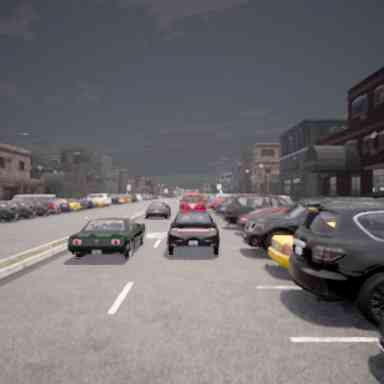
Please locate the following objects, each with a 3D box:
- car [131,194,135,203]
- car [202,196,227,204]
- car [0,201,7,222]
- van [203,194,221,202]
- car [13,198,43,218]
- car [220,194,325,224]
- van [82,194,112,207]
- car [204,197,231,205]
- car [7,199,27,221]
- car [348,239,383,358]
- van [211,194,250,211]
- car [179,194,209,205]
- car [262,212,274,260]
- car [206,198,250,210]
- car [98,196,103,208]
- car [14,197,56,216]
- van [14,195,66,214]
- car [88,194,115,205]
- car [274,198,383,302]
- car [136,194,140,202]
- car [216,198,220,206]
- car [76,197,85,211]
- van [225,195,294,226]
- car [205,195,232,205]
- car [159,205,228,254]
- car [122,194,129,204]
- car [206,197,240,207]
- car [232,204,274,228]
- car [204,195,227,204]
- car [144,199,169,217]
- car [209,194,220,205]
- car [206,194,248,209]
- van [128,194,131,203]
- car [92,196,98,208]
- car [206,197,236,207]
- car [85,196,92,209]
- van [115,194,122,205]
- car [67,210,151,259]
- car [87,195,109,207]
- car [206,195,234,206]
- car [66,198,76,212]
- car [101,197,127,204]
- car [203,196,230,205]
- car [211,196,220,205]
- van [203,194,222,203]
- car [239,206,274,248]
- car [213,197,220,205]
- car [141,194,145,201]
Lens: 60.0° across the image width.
[{"bbox_3d":[-15.517,1.724,71.623,5.008,1.535,2.097,0,0,0],"label":"car"},{"bbox_3d":[4.704,1.685,70.350,5.008,1.535,2.097,0,0,0],"label":"car"},{"bbox_3d":[-15.466,1.479,21.995,4.892,1.521,2.231,0,0,0],"label":"car"},{"bbox_3d":[4.826,1.541,81.469,4.442,1.987,1.878,0,0,0],"label":"van"},{"bbox_3d":[-15.470,1.489,27.509,4.892,1.521,2.231,0,0,0],"label":"car"},{"bbox_3d":[4.737,1.218,20.329,5.566,2.045,2.435,0,0,0],"label":"car"},{"bbox_3d":[-15.615,1.379,55.081,4.442,1.987,1.878,0,0,0],"label":"van"},{"bbox_3d":[4.715,1.626,62.014,4.892,1.521,2.231,0,0,0],"label":"car"},{"bbox_3d":[-15.468,1.483,24.752,4.892,1.521,2.231,0,0,0],"label":"car"},{"bbox_3d":[4.715,1.477,3.655,4.892,1.521,2.231,0,0,0],"label":"car"},{"bbox_3d":[4.592,1.284,39.783,4.442,1.987,1.878,0,0,0],"label":"van"},{"bbox_3d":[0.064,1.223,28.131,2.150,2.045,5.566,0,0,0],"label":"car"},{"bbox_3d":[4.894,1.467,9.213,5.366,1.575,1.946,0,0,0],"label":"car"},{"bbox_3d":[4.524,1.517,42.561,5.366,1.575,1.946,0,0,0],"label":"car"},{"bbox_3d":[-15.494,1.598,46.808,4.674,1.452,2.002,0,0,0],"label":"car"},{"bbox_3d":[-15.473,1.496,30.265,4.892,1.521,2.231,0,0,0],"label":"car"},{"bbox_3d":[-15.363,1.277,33.147,4.442,1.987,1.878,0,0,0],"label":"van"},{"bbox_3d":[-15.525,1.337,52.323,5.566,2.045,2.435,0,0,0],"label":"car"},{"bbox_3d":[4.738,1.222,6.433,5.566,2.045,2.435,0,0,0],"label":"car"},{"bbox_3d":[-15.544,1.517,77.140,5.566,2.045,2.435,0,0,0],"label":"car"},{"bbox_3d":[4.707,1.520,28.791,4.674,1.452,2.002,0,0,0],"label":"car"},{"bbox_3d":[-15.671,1.519,38.537,5.366,1.575,1.946,0,0,0],"label":"car"},{"bbox_3d":[4.592,1.245,23.110,4.442,1.987,1.878,0,0,0],"label":"van"},{"bbox_3d":[4.678,1.481,59.237,4.553,1.767,2.185,0,0,0],"label":"car"},{"bbox_3d":[0.063,1.478,13.389,2.128,1.511,4.902,0,0,0],"label":"car"},{"bbox_3d":[-15.320,1.658,63.351,5.366,1.575,1.946,0,0,0],"label":"car"},{"bbox_3d":[4.703,1.559,50.897,4.892,1.521,2.231,0,0,0],"label":"car"},{"bbox_3d":[4.706,1.508,17.550,4.674,1.452,2.002,0,0,0],"label":"car"},{"bbox_3d":[4.740,1.539,67.573,4.553,1.767,2.185,0,0,0],"label":"car"},{"bbox_3d":[-2.928,1.565,29.641,1.994,1.385,4.181,0,0,0],"label":"car"},{"bbox_3d":[4.681,1.249,37.005,5.566,2.045,2.435,0,0,0],"label":"car"},{"bbox_3d":[4.681,1.280,45.340,5.566,2.045,2.435,0,0,0],"label":"car"},{"bbox_3d":[-15.626,1.477,68.866,4.442,1.987,1.878,0,0,0],"label":"van"},{"bbox_3d":[-15.519,1.574,44.051,4.792,1.488,2.163,0,0,0],"label":"car"},{"bbox_3d":[4.706,1.613,53.676,4.674,1.452,2.002,0,0,0],"label":"car"},{"bbox_3d":[-15.481,1.534,41.293,4.892,1.521,2.231,0,0,0],"label":"car"},{"bbox_3d":[-15.620,1.415,60.594,4.442,1.987,1.878,0,0,0],"label":"van"},{"bbox_3d":[-2.941,1.590,12.581,1.895,1.301,4.718,0,0,0],"label":"car"},{"bbox_3d":[-15.499,1.572,49.566,5.008,1.535,2.097,0,0,0],"label":"car"},{"bbox_3d":[4.678,1.464,56.456,4.553,1.767,2.185,0,0,0],"label":"car"},{"bbox_3d":[-15.480,1.551,35.779,4.674,1.452,2.002,0,0,0],"label":"car"},{"bbox_3d":[-15.505,1.722,66.108,4.674,1.452,2.002,0,0,0],"label":"car"},{"bbox_3d":[4.705,1.644,64.790,5.008,1.535,2.097,0,0,0],"label":"car"},{"bbox_3d":[4.703,1.494,34.224,4.892,1.521,2.231,0,0,0],"label":"car"},{"bbox_3d":[4.826,1.521,78.690,4.442,1.987,1.878,0,0,0],"label":"van"},{"bbox_3d":[4.706,1.508,14.836,4.674,1.452,2.002,0,0,0],"label":"car"},{"bbox_3d":[4.679,1.515,31.445,4.792,1.488,2.163,0,0,0],"label":"car"},{"bbox_3d":[-15.551,1.580,85.414,5.566,2.045,2.435,0,0,0],"label":"car"}]
